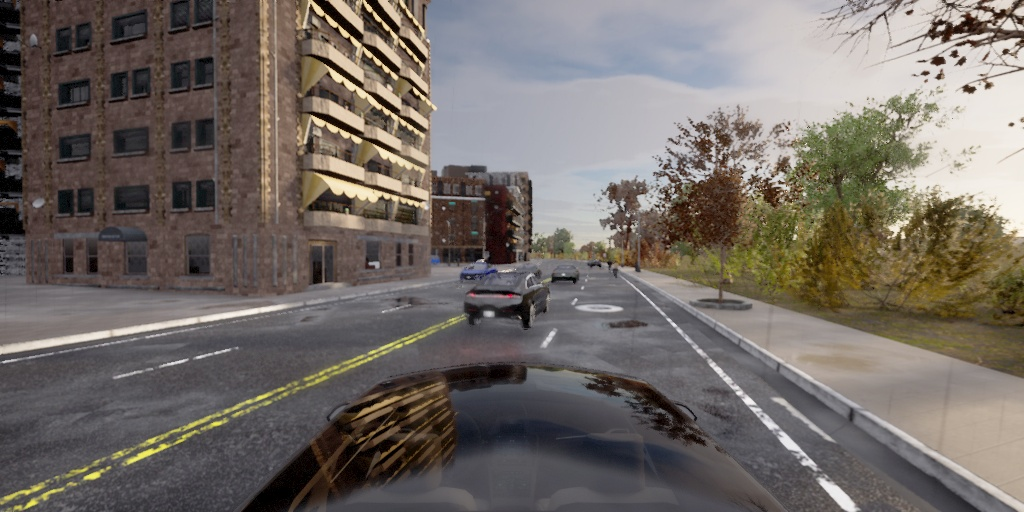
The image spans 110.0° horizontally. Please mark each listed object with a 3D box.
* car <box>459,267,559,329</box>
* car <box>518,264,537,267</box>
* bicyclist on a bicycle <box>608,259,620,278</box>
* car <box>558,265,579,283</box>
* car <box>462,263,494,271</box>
[{"bbox_3d":[0.038,1.265,11.513,2.128,1.511,4.902,0,0,15],"label":"car"},{"bbox_3d":[1.435,1.385,31.521,1.994,1.385,4.181,0,0,13],"label":"car"},{"bbox_3d":[9.347,1.240,32.358,0.866,1.612,1.509,0,0,13],"label":"bicyclist on a bicycle"},{"bbox_3d":[4.343,1.371,28.833,1.994,1.385,4.181,0,0,13],"label":"car"},{"bbox_3d":[-2.586,1.300,28.597,1.882,1.535,5.008,0,0,13],"label":"car"}]
